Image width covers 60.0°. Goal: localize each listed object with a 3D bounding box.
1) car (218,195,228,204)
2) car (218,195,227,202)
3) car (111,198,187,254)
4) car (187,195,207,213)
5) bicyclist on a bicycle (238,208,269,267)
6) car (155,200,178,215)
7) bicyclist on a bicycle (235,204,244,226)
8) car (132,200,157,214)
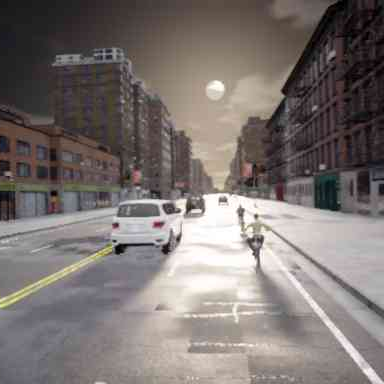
[{"bbox_3d":[6.203,1.468,66.601,2.097,1.767,4.553,-2,0,5],"label":"car"},{"bbox_3d":[7.501,1.664,82.108,2.128,1.511,4.902,-2,0,5],"label":"car"},{"bbox_3d":[-1.731,1.338,14.319,2.150,2.045,5.566,-2,0,5],"label":"car"},{"bbox_3d":[0.500,1.387,39.258,2.150,2.045,5.566,-2,0,5],"label":"car"},{"bbox_3d":[2.001,1.434,10.362,0.866,1.612,1.509,-2,0,5],"label":"bicyclist on a bicycle"},{"bbox_3d":[-2.941,1.763,39.250,1.837,1.490,4.892,-2,0,5],"label":"car"},{"bbox_3d":[2.703,1.469,18.452,0.582,1.620,1.656,-2,-1,5],"label":"bicyclist on a bicycle"},{"bbox_3d":[-5.941,1.829,42.119,1.882,1.535,5.008,-2,0,5],"label":"car"}]
